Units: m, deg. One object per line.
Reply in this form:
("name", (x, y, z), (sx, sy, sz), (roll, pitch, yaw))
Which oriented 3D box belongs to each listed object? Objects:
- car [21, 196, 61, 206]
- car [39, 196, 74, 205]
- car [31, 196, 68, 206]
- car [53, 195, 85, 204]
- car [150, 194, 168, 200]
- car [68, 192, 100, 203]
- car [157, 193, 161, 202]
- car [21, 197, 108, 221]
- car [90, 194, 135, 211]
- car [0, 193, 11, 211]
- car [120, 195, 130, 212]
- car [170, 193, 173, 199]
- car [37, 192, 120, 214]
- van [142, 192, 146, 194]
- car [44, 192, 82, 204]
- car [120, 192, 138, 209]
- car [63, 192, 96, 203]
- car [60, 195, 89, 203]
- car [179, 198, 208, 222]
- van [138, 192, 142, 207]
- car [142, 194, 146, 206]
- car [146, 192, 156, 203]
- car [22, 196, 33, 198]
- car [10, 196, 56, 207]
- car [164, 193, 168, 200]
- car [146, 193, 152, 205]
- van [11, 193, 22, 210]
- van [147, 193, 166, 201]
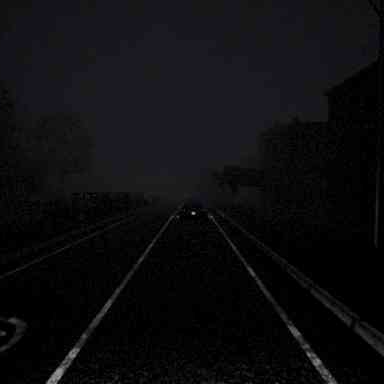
("car", (-21.956, 1.302, 48.485), (5.008, 1.535, 2.097), (0, 0, 0))
("car", (-22.001, 1.343, 54.055), (4.792, 1.488, 2.163), (0, 0, 0))
("car", (-21.937, 1.337, 51.270), (4.792, 1.488, 2.163), (0, 0, 0))
("car", (-21.977, 1.331, 59.625), (5.008, 1.535, 2.097), (0, 0, 0))
("car", (-8.931, 1.361, 90.672), (4.553, 1.767, 2.185), (0, 0, 0))
("car", (-21.970, 1.117, 67.856), (5.566, 2.045, 2.435), (0, 0, 0))
("car", (-8.903, 1.341, 62.642), (5.008, 1.535, 2.097), (0, 0, 0))
("car", (-8.854, 1.294, 23.400), (4.892, 1.521, 2.231), (0, 0, 0))
("car", (-8.834, 1.153, 37.411), (4.553, 1.767, 2.185), (0, 0, 0))
("car", (-21.912, 1.151, 34.561), (4.553, 1.767, 2.185), (0, 0, 0))
("car", (-8.868, 1.275, 31.805), (4.892, 1.521, 2.231), (0, 0, 0))
("car", (-8.939, 1.250, 93.476), (5.566, 2.045, 2.435), (0, 0, 0))
("car", (-8.889, 1.032, 26.200), (5.566, 2.045, 2.435), (0, 0, 0))
("van", (-8.993, 1.069, 45.822), (4.442, 1.987, 1.878), (0, 0, 0))
("car", (-21.949, 1.070, 56.839), (5.566, 2.045, 2.435), (0, 0, 0))
("car", (-8.891, 1.025, 34.611), (5.566, 2.045, 2.435), (0, 0, 0))
("car", (-21.964, 1.103, 65.195), (5.566, 2.045, 2.435), (0, 0, 0))
("car", (-21.985, 1.381, 62.286), (4.674, 1.452, 2.002), (0, 0, 0))
("car", (0.089, 1.377, 24.282), (1.994, 1.385, 4.181), (0, 0, 0))
("van", (-8.753, 1.058, 40.216), (4.442, 1.987, 1.878), (0, 0, 0))
("car", (-8.867, 1.291, 43.019), (4.892, 1.521, 2.231), (0, 0, 0))
("car", (-8.916, 1.055, 51.430), (5.566, 2.045, 2.435), (0, 0, 0))
("car", (-21.950, 1.331, 42.914), (4.674, 1.452, 2.002), (0, 0, 0))
("car", (-21.771, 1.293, 45.699), (5.366, 1.575, 1.946), (0, 0, 0))
("car", (-8.935, 1.428, 79.458), (5.008, 1.535, 2.097), (0, 0, 0))
("car", (-8.877, 1.301, 48.626), (5.008, 1.535, 2.097), (0, 0, 0))
("van", (-22.061, 1.053, 37.342), (4.442, 1.987, 1.878), (0, 0, 0))
("van", (-8.829, 1.217, 82.263), (4.442, 1.987, 1.878), (0, 0, 0))
